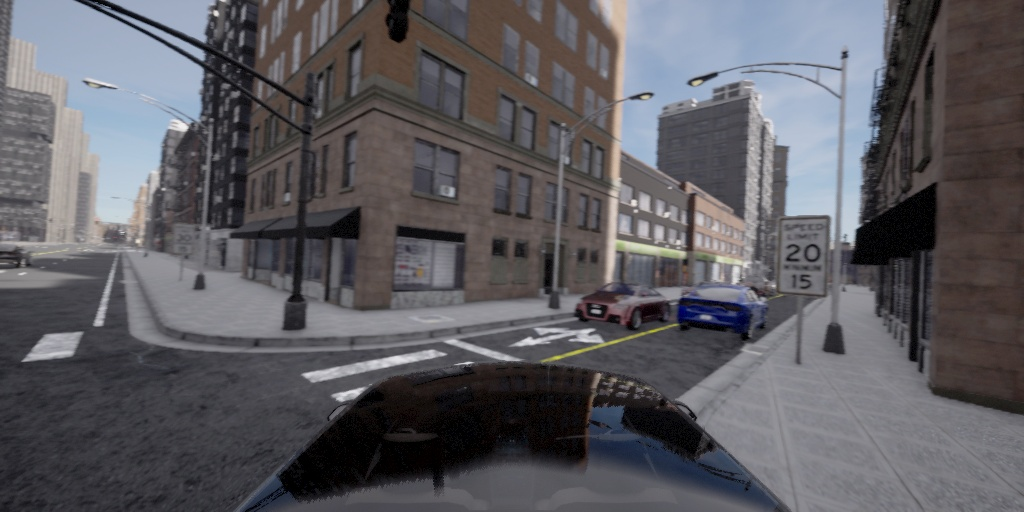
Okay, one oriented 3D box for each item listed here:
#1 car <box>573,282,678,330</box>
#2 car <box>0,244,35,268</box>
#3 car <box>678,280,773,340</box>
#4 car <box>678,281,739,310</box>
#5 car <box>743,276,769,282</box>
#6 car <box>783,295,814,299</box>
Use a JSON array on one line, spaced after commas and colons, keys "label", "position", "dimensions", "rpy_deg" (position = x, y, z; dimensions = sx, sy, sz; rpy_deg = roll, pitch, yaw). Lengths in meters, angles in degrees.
[{"label": "car", "position": [3.967, 1.630, 12.607], "dimensions": [1.994, 1.385, 4.181], "rpy_deg": [2, -1, 43]}, {"label": "car", "position": [-32.772, -0.033, 23.153], "dimensions": [4.892, 1.490, 1.837], "rpy_deg": [2, -1, 43]}, {"label": "car", "position": [7.158, 1.694, 11.997], "dimensions": [1.882, 1.535, 5.008], "rpy_deg": [2, -1, 42]}, {"label": "car", "position": [11.297, 2.135, 20.474], "dimensions": [1.895, 1.301, 4.718], "rpy_deg": [2, -1, 43]}, {"label": "car", "position": [20.452, 2.475, 30.264], "dimensions": [2.097, 1.767, 4.553], "rpy_deg": [2, -1, 43]}, {"label": "car", "position": [25.155, 2.851, 31.389], "dimensions": [1.882, 1.535, 5.008], "rpy_deg": [2, -1, 43]}]
